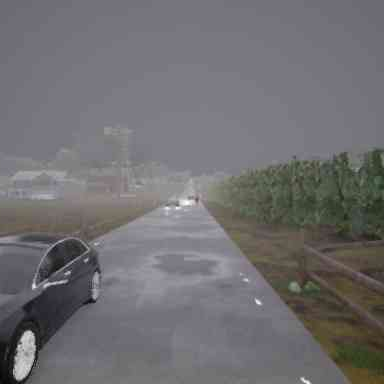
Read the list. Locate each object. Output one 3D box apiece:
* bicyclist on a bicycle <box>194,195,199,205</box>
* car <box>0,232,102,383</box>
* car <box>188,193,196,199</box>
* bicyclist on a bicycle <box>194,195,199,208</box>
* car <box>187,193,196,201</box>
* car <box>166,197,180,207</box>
[{"bbox_3d":[0.744,1.357,56.178,0.866,1.612,1.509,0,0,0],"label":"bicyclist on a bicycle"},{"bbox_3d":[-2.850,1.509,5.356,1.837,1.490,4.892,0,0,0],"label":"car"},{"bbox_3d":[-0.009,1.125,88.628,2.128,1.511,4.902,0,0,0],"label":"car"},{"bbox_3d":[0.752,1.334,46.615,0.659,1.776,1.843,0,0,0],"label":"bicyclist on a bicycle"},{"bbox_3d":[-0.008,1.309,76.079,2.128,1.511,4.902,0,0,0],"label":"car"},{"bbox_3d":[-2.819,1.476,49.393,1.812,1.442,4.674,0,0,0],"label":"car"}]
